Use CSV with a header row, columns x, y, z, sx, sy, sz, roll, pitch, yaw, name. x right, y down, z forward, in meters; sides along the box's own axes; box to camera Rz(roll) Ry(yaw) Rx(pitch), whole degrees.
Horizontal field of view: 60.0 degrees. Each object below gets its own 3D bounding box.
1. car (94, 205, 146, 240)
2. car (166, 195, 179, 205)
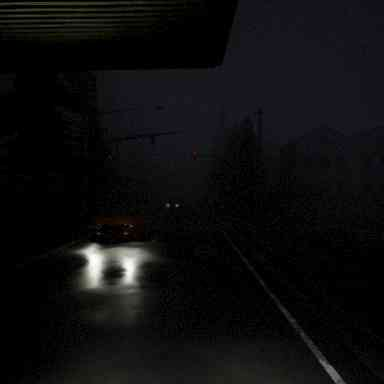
x,y,z,sx,sy,sz,roll,pitch,yaw,name
-3.560,1.487,17.227,1.882,1.535,5.008,0,0,0,car
-3.554,1.386,61.822,2.097,1.767,4.553,0,0,1,car
